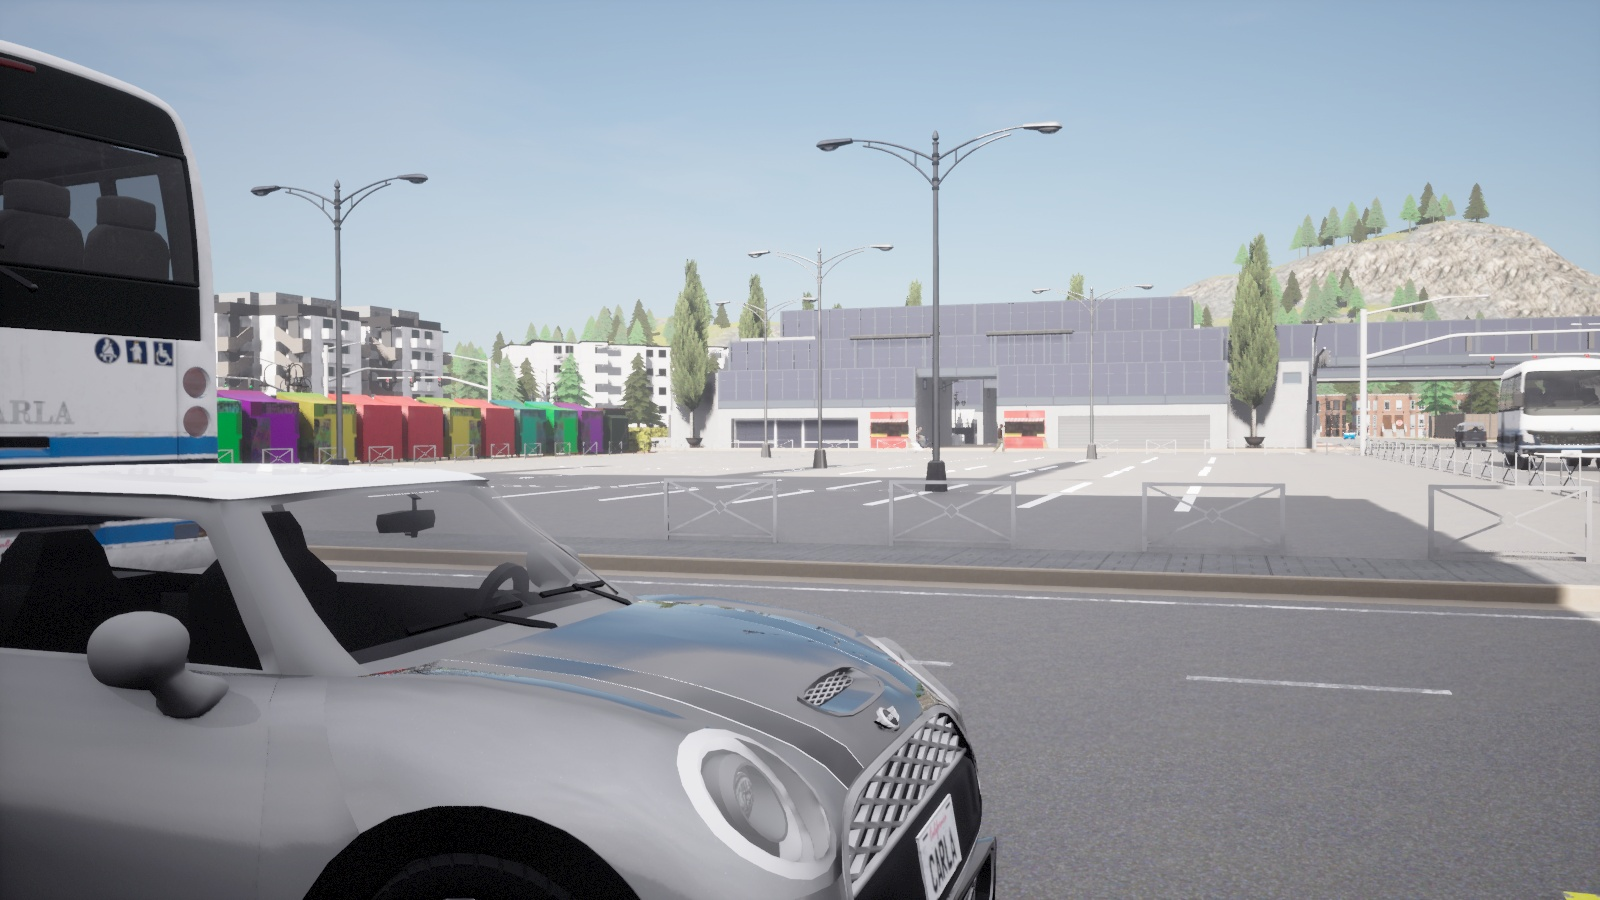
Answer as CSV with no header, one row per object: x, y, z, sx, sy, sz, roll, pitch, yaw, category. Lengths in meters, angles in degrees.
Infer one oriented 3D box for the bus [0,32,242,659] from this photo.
-10.051,-0.760,10.765,10.273,4.253,3.944,1,1,26,bus

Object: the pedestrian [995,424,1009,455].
12.090,-0.618,75.160,0.703,1.840,0.431,1,1,23,pedestrian

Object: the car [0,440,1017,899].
-1.428,0.728,3.672,3.806,1.475,1.970,1,1,18,car

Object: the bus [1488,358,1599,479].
29.673,-1.172,49.257,3.944,4.253,10.273,0,1,24,bus
